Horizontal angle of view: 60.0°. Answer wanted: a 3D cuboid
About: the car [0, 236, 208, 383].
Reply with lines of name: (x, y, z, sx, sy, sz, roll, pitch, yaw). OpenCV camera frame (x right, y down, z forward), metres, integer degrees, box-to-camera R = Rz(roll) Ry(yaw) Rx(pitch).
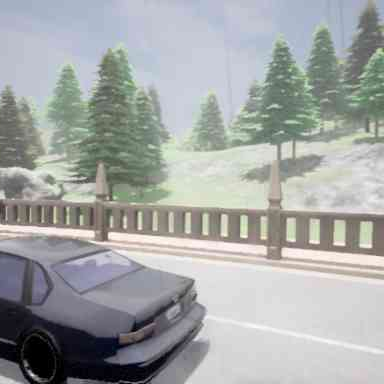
car: (-2.489, 1.401, 4.936, 5.357, 1.411, 2.033, 1, 2, 25)
